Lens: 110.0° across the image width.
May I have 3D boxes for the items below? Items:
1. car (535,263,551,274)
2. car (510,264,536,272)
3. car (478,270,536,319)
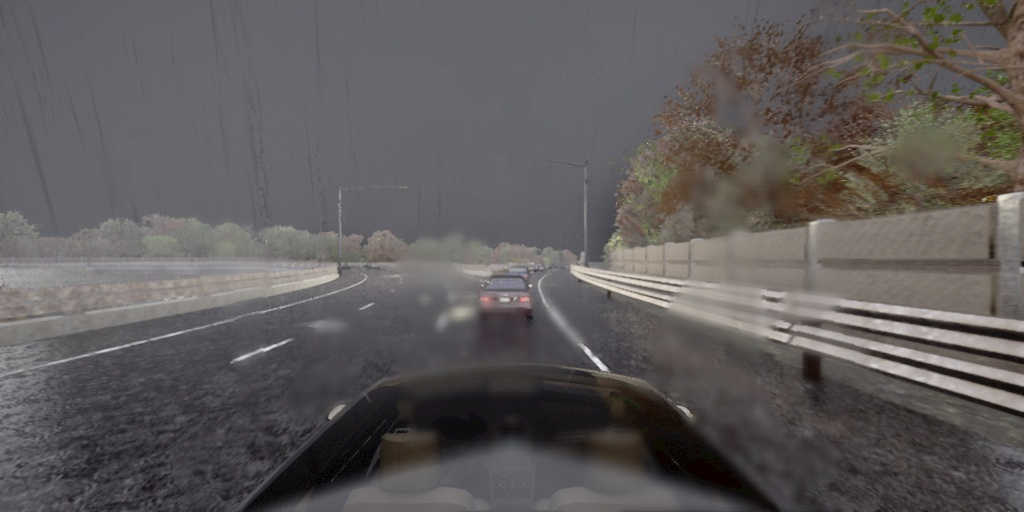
[{"bbox_3d":[3.795,1.691,49.950,2.033,1.411,5.357,0,-1,13],"label":"car"},{"bbox_3d":[0.564,1.516,27.667,2.033,1.411,5.357,0,0,5],"label":"car"},{"bbox_3d":[-0.166,1.396,13.204,2.033,1.411,5.357,0,0,0],"label":"car"}]
